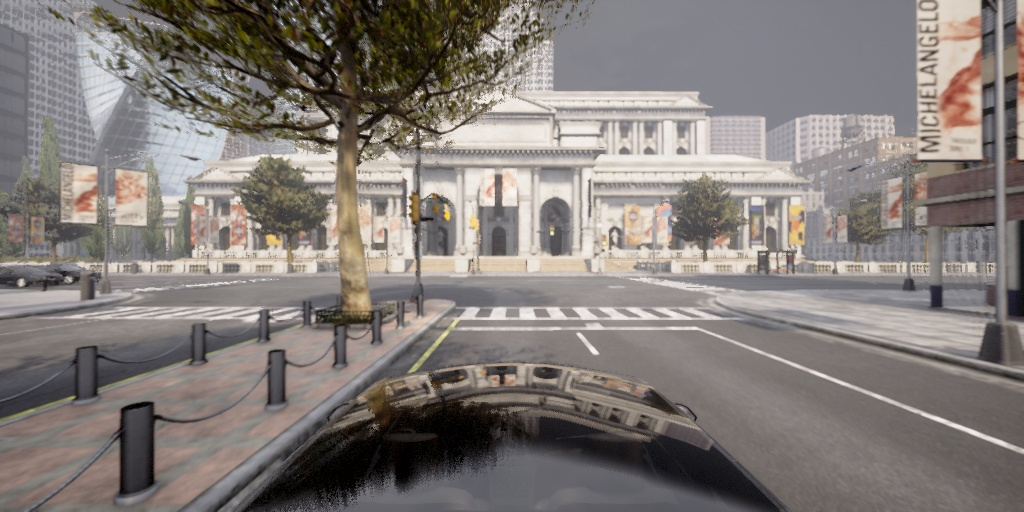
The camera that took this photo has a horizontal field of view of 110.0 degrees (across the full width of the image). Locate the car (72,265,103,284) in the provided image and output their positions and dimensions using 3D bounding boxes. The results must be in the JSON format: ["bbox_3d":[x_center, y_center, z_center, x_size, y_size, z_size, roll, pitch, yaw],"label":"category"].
[{"bbox_3d":[-35.450,1.383,28.297,5.008,1.535,1.882,0,0,0],"label":"car"}]

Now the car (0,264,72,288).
[{"bbox_3d":[-34.155,1.389,24.796,4.892,1.490,1.837,0,0,0],"label":"car"}]
